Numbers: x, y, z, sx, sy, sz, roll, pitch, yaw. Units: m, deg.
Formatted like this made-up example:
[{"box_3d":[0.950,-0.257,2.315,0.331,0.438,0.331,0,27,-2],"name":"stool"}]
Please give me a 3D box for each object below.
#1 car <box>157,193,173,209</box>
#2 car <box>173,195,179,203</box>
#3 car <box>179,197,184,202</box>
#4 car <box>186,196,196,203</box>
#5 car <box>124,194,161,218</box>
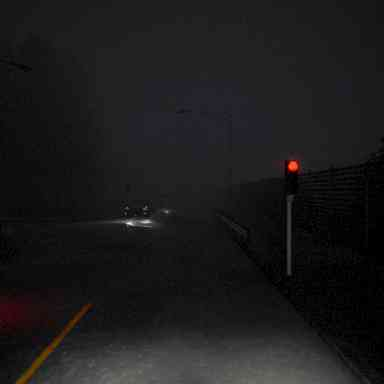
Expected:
[{"box_3d":[-4.229,1.223,46.553,2.150,2.045,5.566,0,0,0],"name":"car"},{"box_3d":[-4.236,1.351,67.108,2.097,1.767,4.553,0,0,-3],"name":"car"},{"box_3d":[-4.295,1.540,77.394,5.357,1.411,2.033,0,0,40],"name":"car"},{"box_3d":[-0.196,1.505,66.610,1.837,1.490,4.892,0,0,-2],"name":"car"},{"box_3d":[-4.498,1.351,29.720,2.097,1.767,4.553,0,0,6],"name":"car"}]
